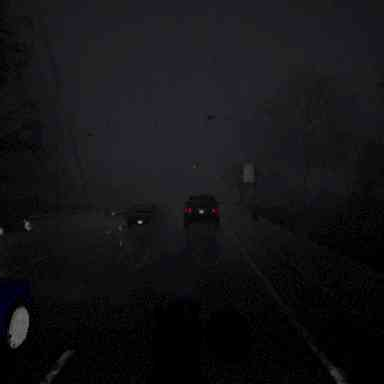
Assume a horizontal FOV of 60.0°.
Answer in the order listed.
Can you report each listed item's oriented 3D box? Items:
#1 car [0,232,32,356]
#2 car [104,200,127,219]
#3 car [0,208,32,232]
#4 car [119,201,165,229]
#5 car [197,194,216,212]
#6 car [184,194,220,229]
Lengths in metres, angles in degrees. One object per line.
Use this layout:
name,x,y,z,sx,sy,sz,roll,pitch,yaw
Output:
car,-3.354,1.476,3.044,1.882,1.535,5.008,0,0,0
car,-6.151,1.492,29.006,2.128,1.511,4.902,0,0,4
car,-10.222,1.561,17.412,1.994,1.385,4.181,0,0,2
car,-2.853,1.493,21.423,2.128,1.511,4.902,0,0,3
car,1.809,1.227,39.496,2.150,2.045,5.566,0,0,5
car,0.667,1.227,21.834,2.150,2.045,5.566,0,0,3
